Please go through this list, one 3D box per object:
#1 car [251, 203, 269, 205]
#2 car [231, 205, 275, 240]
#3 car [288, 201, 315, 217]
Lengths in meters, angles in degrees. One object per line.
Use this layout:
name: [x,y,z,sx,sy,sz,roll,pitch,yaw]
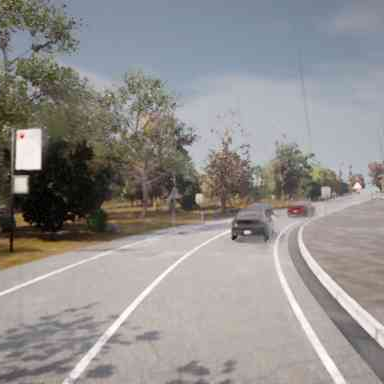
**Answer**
car: [6.628,1.879,33.341,1.837,1.490,4.892,-3,-1,31]
car: [3.333,1.667,17.972,1.837,1.490,4.892,-2,-1,17]
car: [11.343,1.664,34.343,1.882,1.535,5.008,-3,-1,32]
